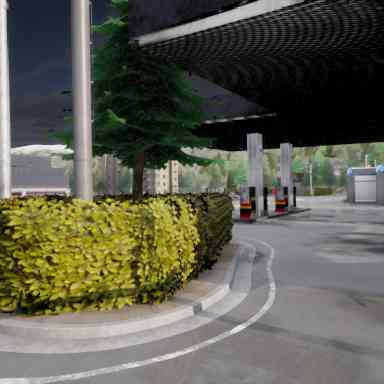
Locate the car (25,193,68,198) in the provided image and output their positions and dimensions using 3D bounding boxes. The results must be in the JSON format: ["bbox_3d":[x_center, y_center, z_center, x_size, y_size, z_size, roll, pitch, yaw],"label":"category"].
[{"bbox_3d":[-14.746,1.183,33.582,3.866,1.878,1.905,-1,1,35],"label":"car"}]

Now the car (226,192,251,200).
[{"bbox_3d":[9.246,0.812,66.485,4.514,1.523,2.007,-1,1,35],"label":"car"}]

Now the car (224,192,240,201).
[{"bbox_3d":[7.473,0.850,63.898,5.027,1.636,2.152,-1,1,35],"label":"car"}]

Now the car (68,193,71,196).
[{"bbox_3d":[-24.204,1.124,63.874,3.866,1.878,1.905,-1,1,35],"label":"car"}]
